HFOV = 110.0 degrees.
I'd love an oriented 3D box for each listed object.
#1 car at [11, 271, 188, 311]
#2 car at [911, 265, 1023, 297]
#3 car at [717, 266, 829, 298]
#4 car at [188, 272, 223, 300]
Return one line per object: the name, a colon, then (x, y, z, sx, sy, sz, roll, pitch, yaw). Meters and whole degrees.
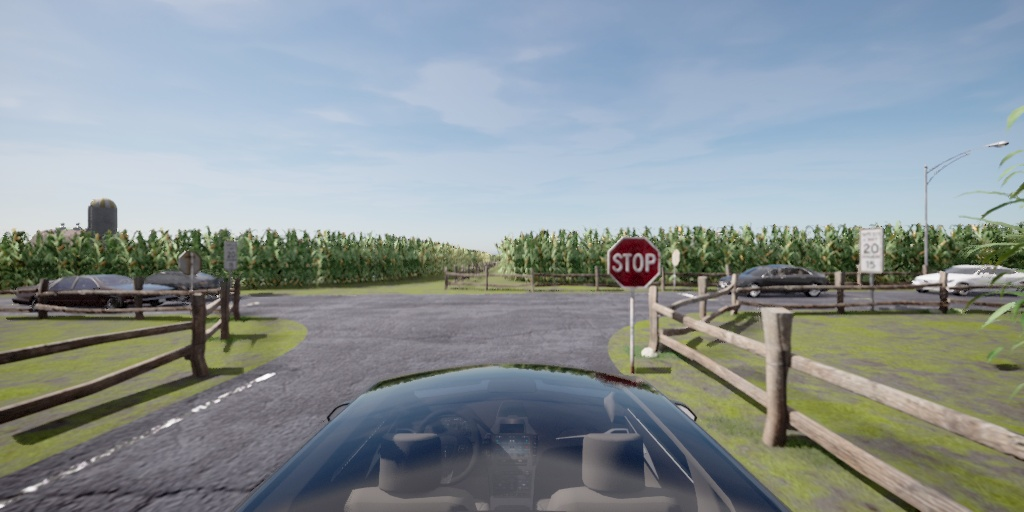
car: (-17.307, 1.503, 15.033, 5.357, 1.411, 2.033, 0, 0, 0)
car: (22.838, 1.190, 17.816, 4.674, 1.442, 1.812, 0, 0, 0)
car: (12.861, 1.235, 17.820, 4.892, 1.490, 1.837, 0, 0, -1)
car: (-17.021, 1.476, 17.992, 4.674, 1.442, 1.812, 0, 0, 1)
